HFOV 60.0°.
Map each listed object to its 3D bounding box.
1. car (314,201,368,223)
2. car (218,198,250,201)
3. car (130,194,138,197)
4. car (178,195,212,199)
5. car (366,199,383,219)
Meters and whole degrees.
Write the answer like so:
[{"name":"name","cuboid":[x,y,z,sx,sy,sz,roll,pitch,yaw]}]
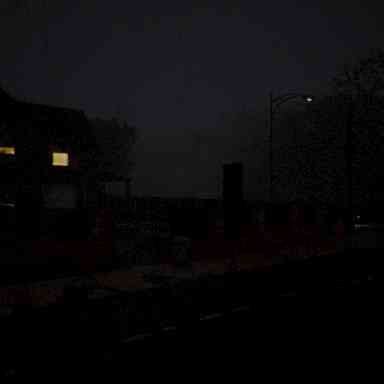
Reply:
[{"name":"car","cuboid":[10.324,1.472,25.232,1.812,1.442,4.674,0,0,-36]},{"name":"car","cuboid":[5.009,1.437,32.629,1.812,1.442,4.674,0,0,-36]},{"name":"car","cuboid":[-12.838,1.238,68.945,2.128,1.511,4.902,0,0,-36]},{"name":"car","cuboid":[-0.210,1.227,39.887,2.097,1.767,4.553,0,0,-36]},{"name":"car","cuboid":[14.167,1.310,25.795,2.097,1.767,4.553,0,0,-36]}]
